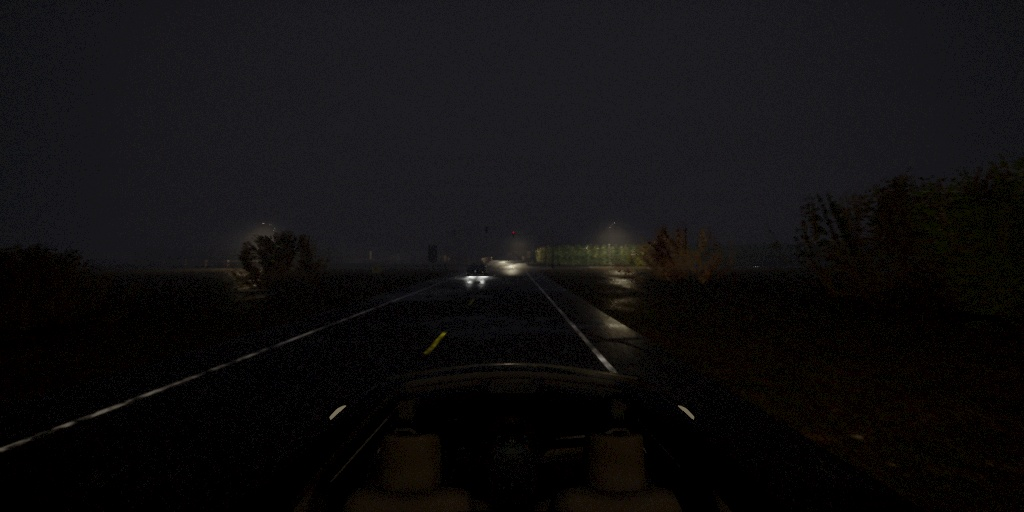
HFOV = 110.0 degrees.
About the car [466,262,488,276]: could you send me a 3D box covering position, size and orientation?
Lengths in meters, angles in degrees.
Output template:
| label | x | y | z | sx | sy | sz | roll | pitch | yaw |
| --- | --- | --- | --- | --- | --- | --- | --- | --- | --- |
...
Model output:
| label | x | y | z | sx | sy | sz | roll | pitch | yaw |
| --- | --- | --- | --- | --- | --- | --- | --- | --- | --- |
| car | -3.577 | 1.288 | 37.110 | 1.994 | 1.385 | 4.181 | 0 | 0 | 0 |
